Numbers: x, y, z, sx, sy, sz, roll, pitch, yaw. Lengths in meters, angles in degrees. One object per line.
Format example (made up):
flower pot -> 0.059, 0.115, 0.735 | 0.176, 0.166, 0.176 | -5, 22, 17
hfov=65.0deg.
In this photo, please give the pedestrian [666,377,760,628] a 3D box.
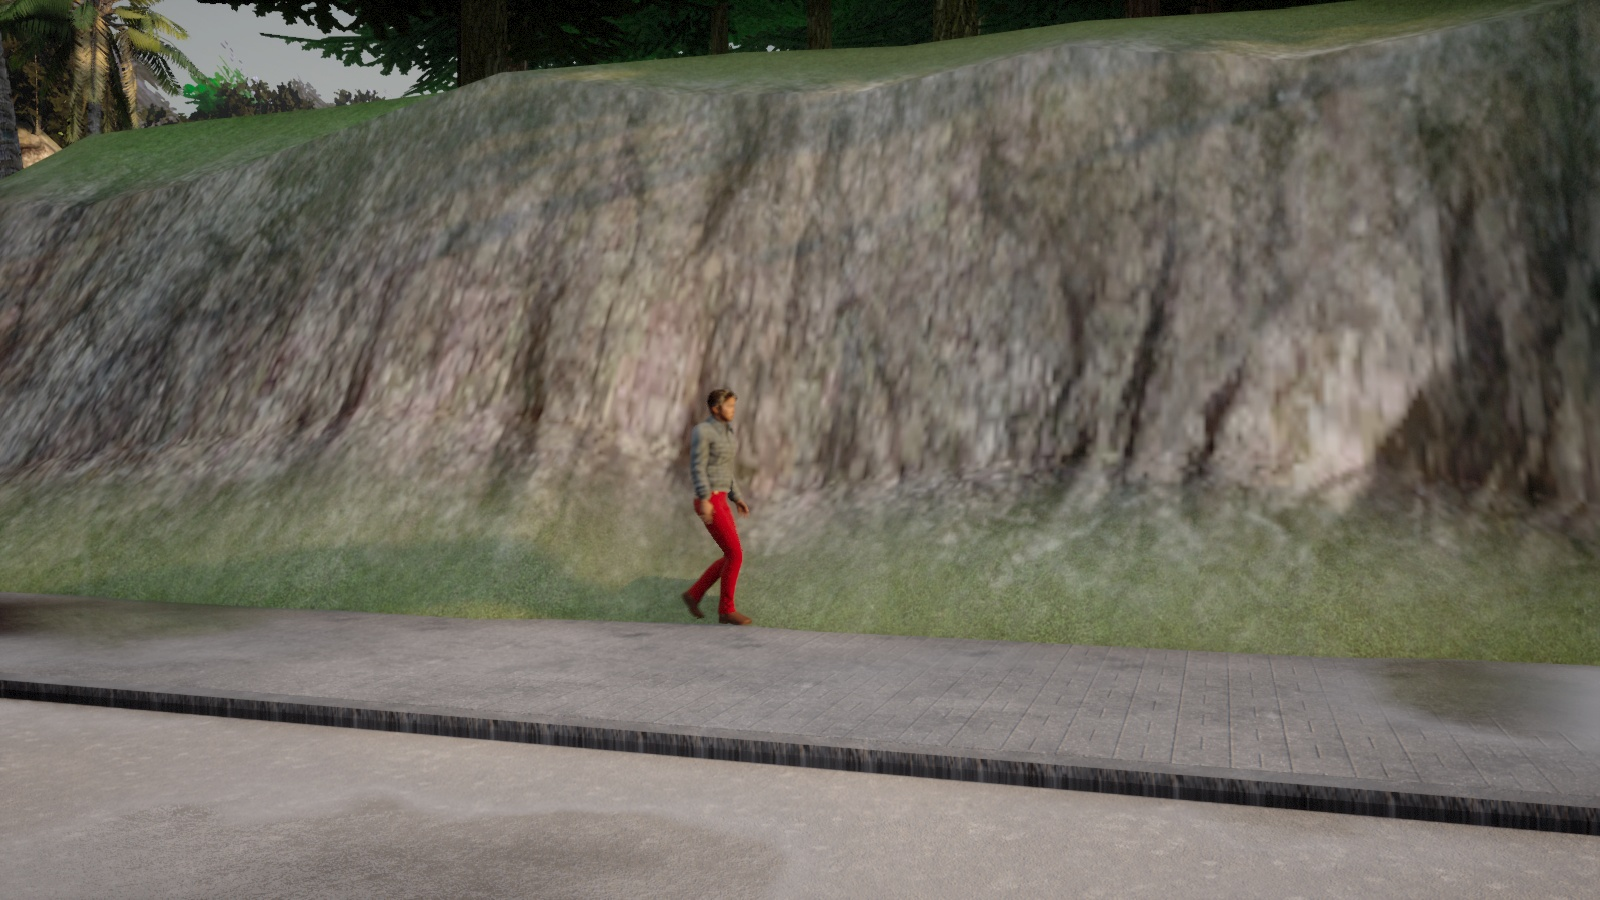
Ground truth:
pedestrian -> -0.656, 0.382, 9.496 | 0.614, 1.847, 0.353 | 1, 1, 18
